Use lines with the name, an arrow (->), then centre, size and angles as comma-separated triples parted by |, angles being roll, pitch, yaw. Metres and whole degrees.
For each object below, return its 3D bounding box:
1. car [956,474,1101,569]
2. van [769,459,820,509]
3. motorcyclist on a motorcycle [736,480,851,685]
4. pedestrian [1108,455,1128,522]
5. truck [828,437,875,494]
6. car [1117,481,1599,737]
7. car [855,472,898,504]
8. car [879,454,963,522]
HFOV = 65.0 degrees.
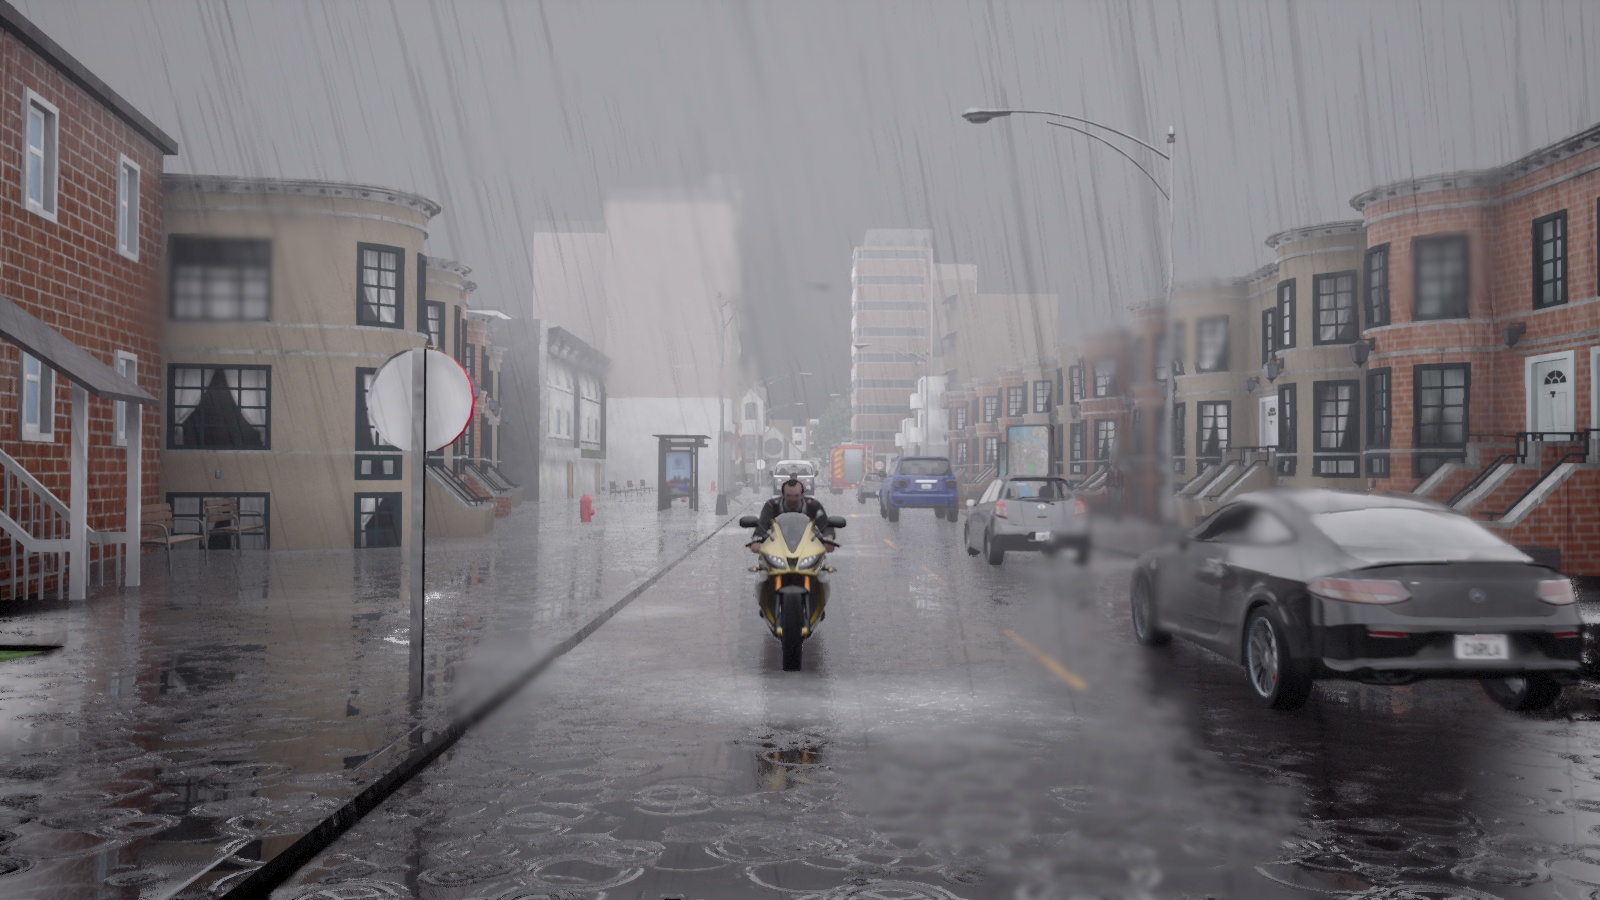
car -> 3.894, 1.181, 21.971 | 1.845, 1.501, 3.633 | 0, -1, 0
van -> -0.249, 1.432, 53.337 | 2.069, 2.038, 4.480 | 0, -1, 0
motorcyclist on a motorcycle -> -0.055, 1.028, 10.621 | 0.866, 1.530, 2.191 | 0, -1, 0
pedestrian -> 8.995, 1.084, 35.565 | 0.376, 1.854, 0.720 | 0, -1, 0
truck -> 3.560, 1.119, 88.577 | 2.891, 3.827, 8.468 | 0, -1, 0
car -> 3.951, 0.986, 9.655 | 1.812, 1.442, 4.674 | 0, -1, 0
car -> 3.716, 1.844, 61.515 | 1.845, 1.501, 3.633 | 0, -1, 0
car -> 3.809, 1.199, 40.609 | 2.150, 2.045, 5.566 | 0, -1, 0
